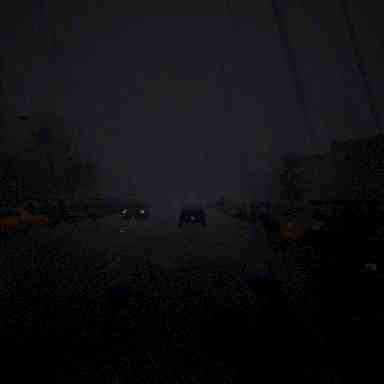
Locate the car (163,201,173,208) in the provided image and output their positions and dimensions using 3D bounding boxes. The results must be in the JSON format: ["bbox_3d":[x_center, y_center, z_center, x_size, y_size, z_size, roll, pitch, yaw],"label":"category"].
[{"bbox_3d":[-5.116,2.765,72.311,2.033,1.411,5.357,0,-1,0],"label":"car"}]

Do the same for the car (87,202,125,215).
[{"bbox_3d":[-11.503,2.186,44.371,4.792,1.488,2.163,0,-1,-20],"label":"car"}]

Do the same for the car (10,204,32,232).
[{"bbox_3d":[-11.581,1.621,17.327,5.366,1.575,1.946,-1,0,-20],"label":"car"}]

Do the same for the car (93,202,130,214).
[{"bbox_3d":[-11.456,2.223,47.391,4.892,1.521,2.231,0,-2,-19],"label":"car"}]

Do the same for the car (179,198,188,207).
[{"bbox_3d":[-2.030,2.614,81.795,2.150,2.045,5.566,0,0,-1],"label":"car"}]

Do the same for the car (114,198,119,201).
[{"bbox_3d":[-11.529,1.839,41.363,5.566,2.045,2.435,0,-1,-20],"label":"car"}]

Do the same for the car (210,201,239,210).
[{"bbox_3d":[6.032,2.504,61.395,4.792,1.488,2.163,1,-2,-21],"label":"car"}]

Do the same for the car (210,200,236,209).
[{"bbox_3d":[5.932,2.411,64.328,4.553,1.767,2.185,1,-2,-21],"label":"car"}]

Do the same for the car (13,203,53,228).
[{"bbox_3d":[-11.593,1.662,20.319,5.366,1.575,1.946,-1,-1,-20],"label":"car"}]

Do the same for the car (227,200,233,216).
[{"bbox_3d":[6.326,1.839,31.998,5.008,1.535,2.097,1,-2,-20],"label":"car"}]

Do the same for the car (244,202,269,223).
[{"bbox_3d":[6.355,1.544,23.195,4.553,1.767,2.185,1,-1,-20],"label":"car"}]

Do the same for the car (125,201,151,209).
[{"bbox_3d":[-11.079,2.682,68.395,5.008,1.535,2.097,0,-1,-19],"label":"car"}]

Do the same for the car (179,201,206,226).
[{"bbox_3d":[0.040,1.726,25.757,1.882,1.535,5.008,0,-1,0],"label":"car"}]

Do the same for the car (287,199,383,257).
[{"bbox_3d":[6.448,1.274,11.480,5.566,2.045,2.435,1,-1,-20],"label":"car"}]

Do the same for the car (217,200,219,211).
[{"bbox_3d":[6.202,2.122,43.726,4.792,1.488,2.163,1,-1,-20],"label":"car"}]

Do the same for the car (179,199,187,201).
[{"bbox_3d":[-1.834,2.595,71.755,2.033,1.411,5.357,0,-1,-1],"label":"car"}]

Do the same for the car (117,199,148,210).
[{"bbox_3d":[-11.174,2.300,62.420,5.566,2.045,2.435,0,-2,-19],"label":"car"}]

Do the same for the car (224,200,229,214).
[{"bbox_3d":[6.302,1.904,34.935,4.892,1.521,2.231,1,-2,-20],"label":"car"}]

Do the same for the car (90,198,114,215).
[{"bbox_3d":[-11.529,1.707,35.345,5.566,2.045,2.435,0,-1,-20],"label":"car"}]

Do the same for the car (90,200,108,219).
[{"bbox_3d":[-11.308,1.888,32.423,5.366,1.575,1.946,0,-2,-20],"label":"car"}]

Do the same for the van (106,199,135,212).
[{"bbox_3d":[-11.473,2.129,53.362,4.442,1.987,1.878,0,-1,-19],"label":"van"}]

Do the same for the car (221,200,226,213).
[{"bbox_3d":[6.281,1.967,37.867,4.892,1.521,2.231,1,-2,-20],"label":"car"}]

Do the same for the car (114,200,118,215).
[{"bbox_3d":[-11.505,2.025,38.354,4.892,1.521,2.231,0,-1,-20],"label":"car"}]

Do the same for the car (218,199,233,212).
[{"bbox_3d":[6.267,2.029,40.801,5.008,1.535,2.097,1,-1,-20],"label":"car"}]

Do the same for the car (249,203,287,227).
[{"bbox_3d":[6.389,1.623,20.262,5.008,1.535,2.097,1,-1,-20],"label":"car"}]

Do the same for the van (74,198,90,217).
[{"bbox_3d":[-11.574,1.603,29.323,4.442,1.987,1.878,0,-1,-20],"label":"van"}]

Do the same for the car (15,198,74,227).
[{"bbox_3d":[-11.458,1.461,23.367,5.566,2.045,2.435,0,-1,-20],"label":"car"}]

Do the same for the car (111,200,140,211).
[{"bbox_3d":[-11.280,2.294,56.412,4.553,1.767,2.185,0,-1,-19],"label":"car"}]

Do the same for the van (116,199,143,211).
[{"bbox_3d":[-11.147,2.259,59.450,4.442,1.987,1.878,0,-2,-19],"label":"van"}]

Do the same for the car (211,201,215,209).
[{"bbox_3d":[5.991,2.213,49.541,5.366,1.575,1.946,1,-1,-21],"label":"car"}]

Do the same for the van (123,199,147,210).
[{"bbox_3d":[-11.253,2.392,65.363,4.442,1.987,1.878,0,-1,-19],"label":"van"}]

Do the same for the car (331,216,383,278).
[{"bbox_3d":[6.416,1.502,8.531,4.892,1.521,2.231,1,-1,-20],"label":"car"}]

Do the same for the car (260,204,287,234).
[{"bbox_3d":[6.412,1.586,17.331,5.008,1.535,2.097,1,-1,-20],"label":"car"}]

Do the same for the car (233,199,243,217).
[{"bbox_3d":[6.323,1.653,29.060,4.553,1.767,2.185,1,-1,-20],"label":"car"}]

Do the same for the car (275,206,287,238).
[{"bbox_3d":[6.587,1.550,14.458,5.366,1.575,1.946,1,-1,-20],"label":"car"}]

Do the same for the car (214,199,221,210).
[{"bbox_3d":[6.207,2.156,46.672,5.008,1.535,2.097,1,-1,-21],"label":"car"}]

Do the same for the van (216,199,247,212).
[{"bbox_3d":[6.242,2.060,52.590,4.442,1.987,1.878,1,-2,-21],"label":"van"}]

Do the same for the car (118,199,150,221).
[{"bbox_3d":[-5.172,1.712,31.155,2.097,1.767,4.553,0,-1,0],"label":"car"}]

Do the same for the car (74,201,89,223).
[{"bbox_3d":[-11.270,1.763,26.431,5.366,1.575,1.946,0,-1,-20],"label":"car"}]

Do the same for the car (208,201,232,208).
[{"bbox_3d":[5.868,2.705,70.230,4.674,1.452,2.002,1,-1,-21],"label":"car"}]

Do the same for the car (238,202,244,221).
[{"bbox_3d":[6.373,1.761,26.124,4.674,1.452,2.002,1,-1,-20],"label":"car"}]

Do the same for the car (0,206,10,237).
[{"bbox_3d":[-11.227,1.580,14.463,5.366,1.575,1.946,-1,-1,-20],"label":"car"}]
